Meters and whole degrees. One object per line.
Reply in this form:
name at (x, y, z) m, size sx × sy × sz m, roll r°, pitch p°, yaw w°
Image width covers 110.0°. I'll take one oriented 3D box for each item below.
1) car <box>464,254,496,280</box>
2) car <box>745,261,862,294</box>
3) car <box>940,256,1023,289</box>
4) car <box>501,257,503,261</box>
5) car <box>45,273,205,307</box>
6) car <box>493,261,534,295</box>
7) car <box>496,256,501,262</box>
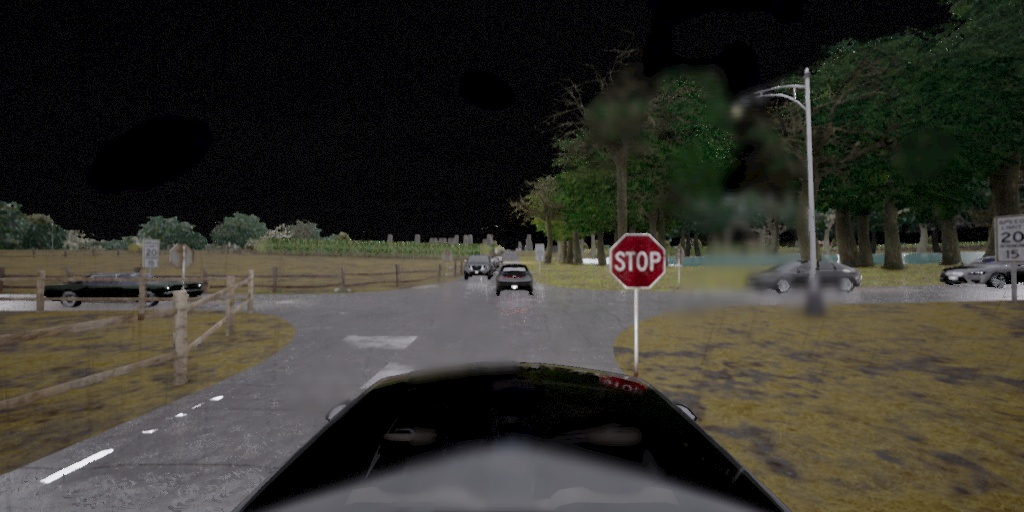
car at (-2.757, 0.883, 30.502) m, size 2.150 × 2.045 × 5.566 m, roll 0°, pitch 0°, yaw -1°
car at (14.068, 1.005, 17.457) m, size 4.892 × 1.490 × 1.837 m, roll -1°, pitch -1°, yaw 0°
car at (23.932, 0.738, 17.466) m, size 4.902 × 1.511 × 2.128 m, roll -2°, pitch -1°, yaw 0°
car at (-2.716, 0.980, 50.911) m, size 1.837 × 1.490 × 4.892 m, roll 0°, pitch 1°, yaw 1°
car at (-15.442, 1.329, 14.526) m, size 4.718 × 1.301 × 1.895 m, roll 0°, pitch -1°, yaw -1°
car at (0.130, 1.212, 19.415) m, size 1.837 × 1.490 × 4.892 m, roll 0°, pitch 0°, yaw 0°
car at (-2.750, 1.076, 40.554) m, size 2.128 × 1.511 × 4.902 m, roll 0°, pitch 1°, yaw 0°
